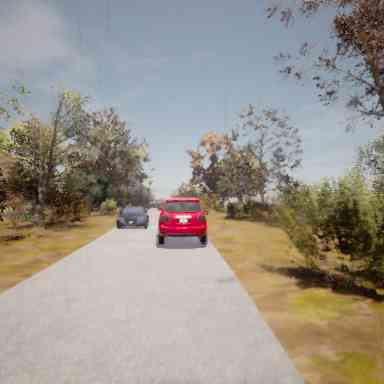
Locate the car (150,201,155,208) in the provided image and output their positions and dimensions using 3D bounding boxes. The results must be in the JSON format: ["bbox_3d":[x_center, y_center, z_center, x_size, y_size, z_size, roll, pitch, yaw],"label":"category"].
[{"bbox_3d":[-7.436,2.497,63.552,1.994,1.385,4.181,0,-2,-5],"label":"car"}]

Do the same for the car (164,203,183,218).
[{"bbox_3d":[-1.986,1.883,34.633,1.895,1.301,4.718,0,-1,-5],"label":"car"}]

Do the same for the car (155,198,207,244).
[{"bbox_3d":[-0.523,1.303,16.418,2.150,2.045,5.566,0,0,-4],"label":"car"}]

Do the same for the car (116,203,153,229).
[{"bbox_3d":[-3.917,1.695,22.586,1.994,1.385,4.181,0,-1,-4],"label":"car"}]
